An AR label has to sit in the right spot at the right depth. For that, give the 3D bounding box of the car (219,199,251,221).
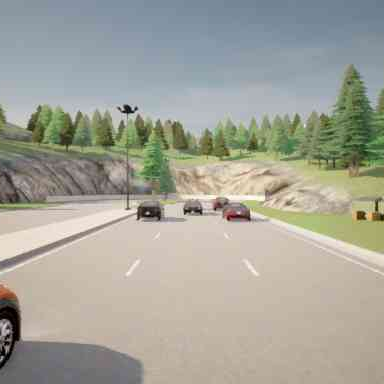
[{"bbox_3d":[3.600,1.564,27.578,1.994,1.385,4.181,0,0,0],"label":"car"}]

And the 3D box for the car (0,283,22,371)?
[{"bbox_3d":[-3.405,1.353,2.753,2.097,1.767,4.553,0,0,0],"label":"car"}]

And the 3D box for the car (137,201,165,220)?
[{"bbox_3d":[-3.399,1.477,27.978,1.882,1.535,5.008,0,0,0],"label":"car"}]

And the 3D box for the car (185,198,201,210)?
[{"bbox_3d":[0.138,1.564,43.114,1.994,1.385,4.181,0,0,1],"label":"car"}]

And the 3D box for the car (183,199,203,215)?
[{"bbox_3d":[0.097,1.601,34.145,1.895,1.301,4.718,0,0,0],"label":"car"}]

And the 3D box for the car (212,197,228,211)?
[{"bbox_3d":[3.635,1.352,41.350,2.097,1.767,4.553,0,0,1],"label":"car"}]
